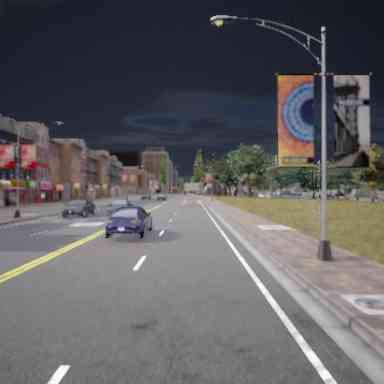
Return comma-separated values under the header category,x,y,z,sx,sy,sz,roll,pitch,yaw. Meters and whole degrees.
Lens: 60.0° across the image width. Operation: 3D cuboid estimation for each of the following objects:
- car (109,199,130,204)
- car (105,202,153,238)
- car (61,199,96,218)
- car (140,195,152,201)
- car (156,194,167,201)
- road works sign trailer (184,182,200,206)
category,x,y,z,sx,sy,sz,roll,pitch,yaw
car,-6.590,1.416,30.863,1.812,1.442,4.674,0,0,0
car,-3.148,1.467,17.115,1.812,1.442,4.674,0,0,0
car,-9.842,1.402,29.266,1.837,1.490,4.892,0,0,0
car,-9.741,1.238,70.793,2.033,1.411,5.357,0,0,0
car,-6.491,1.176,70.792,1.882,1.535,5.008,0,0,0
road works sign trailer,0.006,0.285,49.201,2.380,3.560,2.880,0,0,0
